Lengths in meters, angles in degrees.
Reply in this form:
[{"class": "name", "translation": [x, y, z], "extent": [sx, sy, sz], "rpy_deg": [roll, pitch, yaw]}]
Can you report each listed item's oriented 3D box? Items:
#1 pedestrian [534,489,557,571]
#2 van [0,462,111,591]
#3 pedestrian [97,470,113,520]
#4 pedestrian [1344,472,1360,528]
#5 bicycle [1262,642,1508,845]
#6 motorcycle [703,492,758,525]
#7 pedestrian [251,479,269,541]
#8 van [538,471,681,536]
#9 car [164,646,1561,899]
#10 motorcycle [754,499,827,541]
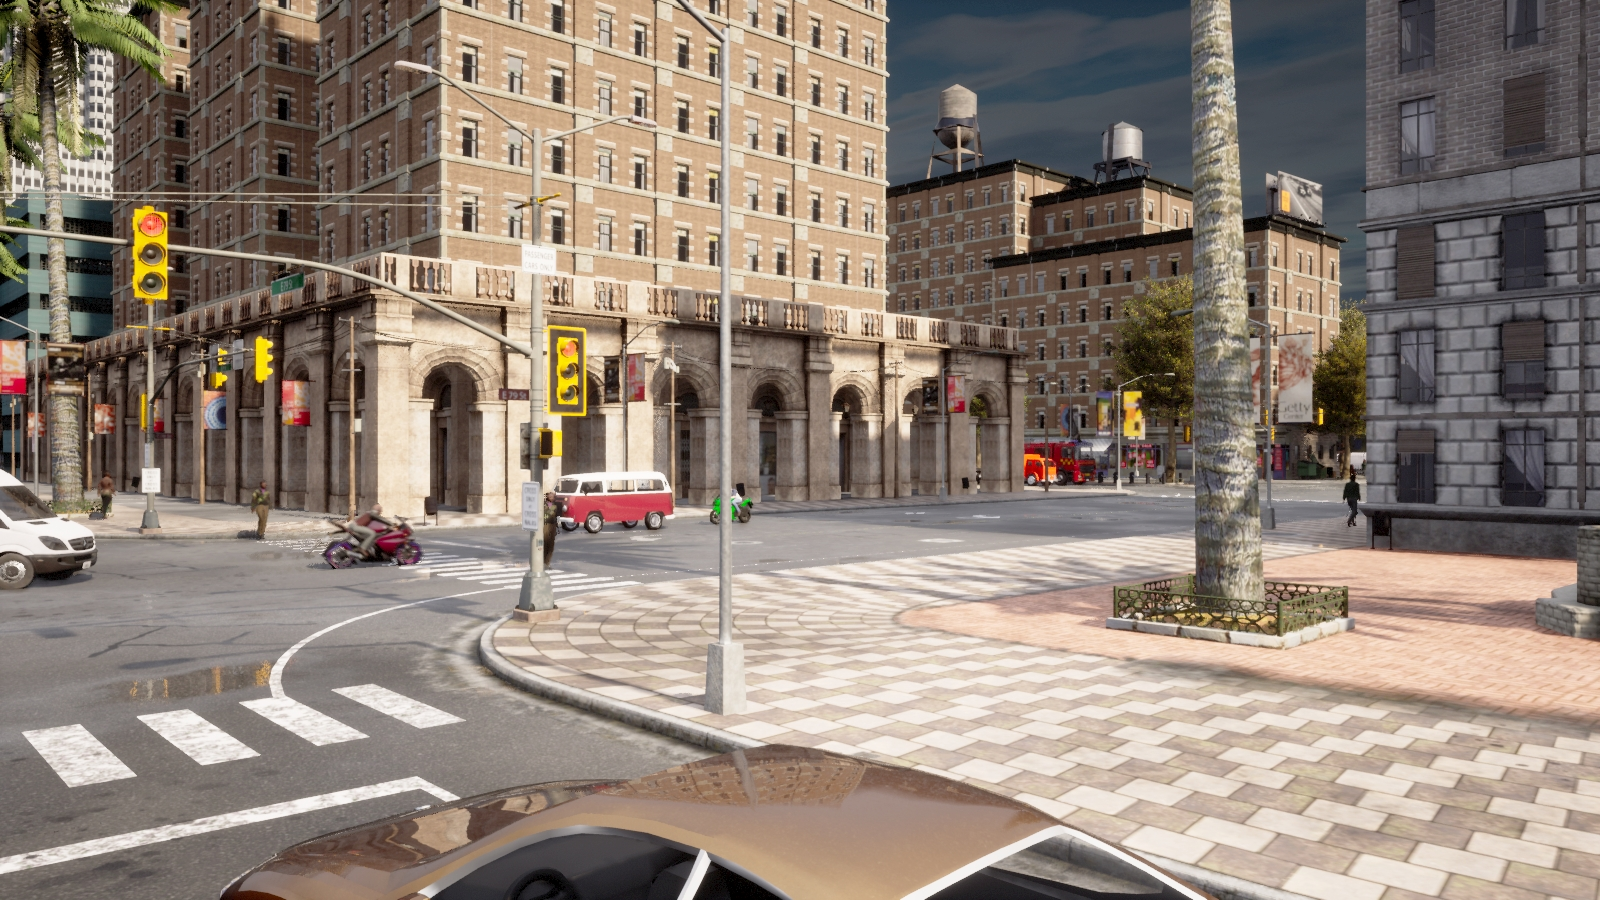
[{"class": "pedestrian", "translation": [-5.899, 1.849, 26.481], "extent": [0.375, 1.860, 0.375], "rpy_deg": [0, 0, -43]}, {"class": "van", "translation": [-17.862, 1.534, 23.616], "extent": [5.915, 2.561, 1.988], "rpy_deg": [0, 0, -7]}, {"class": "pedestrian", "translation": [-26.172, 1.696, 43.020], "extent": [0.375, 1.860, 0.375], "rpy_deg": [0, 0, -3]}, {"class": "pedestrian", "translation": [18.700, 1.697, 38.704], "extent": [0.375, 1.860, 0.375], "rpy_deg": [0, 0, -41]}, {"class": "bicycle", "translation": [4.473, 2.206, 8.825], "extent": [1.643, 1.196, 0.373], "rpy_deg": [0, 0, 44]}, {"class": "motorcycle", "translation": [-2.608, 2.213, 43.140], "extent": [2.033, 1.145, 0.803], "rpy_deg": [0, 0, -43]}, {"class": "pedestrian", "translation": [-16.688, 1.849, 35.329], "extent": [0.375, 1.860, 0.375], "rpy_deg": [0, 0, 41]}, {"class": "van", "translation": [-6.553, 1.783, 39.554], "extent": [4.480, 2.038, 2.069], "rpy_deg": [0, 0, -42]}, {"class": "car", "translation": [-0.308, 1.992, 4.309], "extent": [5.027, 1.651, 2.152], "rpy_deg": [0, 0, 42]}, {"class": "motorcycle", "translation": [-0.287, 2.205, 36.404], "extent": [2.209, 1.251, 0.867], "rpy_deg": [0, -1, -34]}]
